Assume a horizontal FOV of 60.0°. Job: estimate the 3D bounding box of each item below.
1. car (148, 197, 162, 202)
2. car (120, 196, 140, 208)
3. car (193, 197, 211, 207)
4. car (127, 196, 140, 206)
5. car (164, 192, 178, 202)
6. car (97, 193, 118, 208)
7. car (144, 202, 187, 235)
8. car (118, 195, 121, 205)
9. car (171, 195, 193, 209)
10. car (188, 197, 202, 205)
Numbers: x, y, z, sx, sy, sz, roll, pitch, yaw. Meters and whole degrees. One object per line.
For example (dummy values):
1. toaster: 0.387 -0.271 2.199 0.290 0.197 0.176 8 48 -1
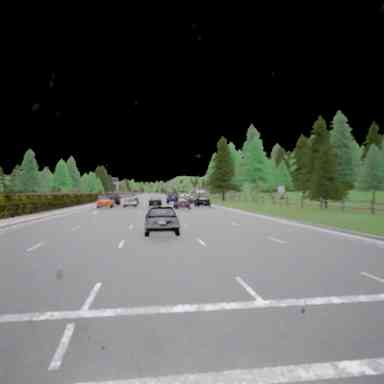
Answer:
1. car: -5.393 1.475 48.780 1.882 1.535 5.008 0 0 -7
2. car: -9.034 1.620 48.940 1.895 1.301 4.718 0 0 -7
3. car: 1.518 1.432 49.119 1.882 1.535 5.008 0 0 -7
4. car: -10.164 1.511 58.133 2.128 1.511 4.902 0 0 -7
5. car: -3.670 1.198 63.563 2.150 2.045 5.566 0 0 -8
6. car: -12.343 1.392 47.945 2.097 1.767 4.553 0 0 -7
7. car: -1.712 1.544 18.693 2.033 1.411 5.357 0 0 -7
8. car: -13.605 1.262 57.422 2.150 2.045 5.566 0 0 -7
9. car: -1.359 1.501 44.643 1.812 1.442 4.674 0 0 -7
10. car: 0.426 1.556 58.036 1.895 1.301 4.718 0 0 -7
